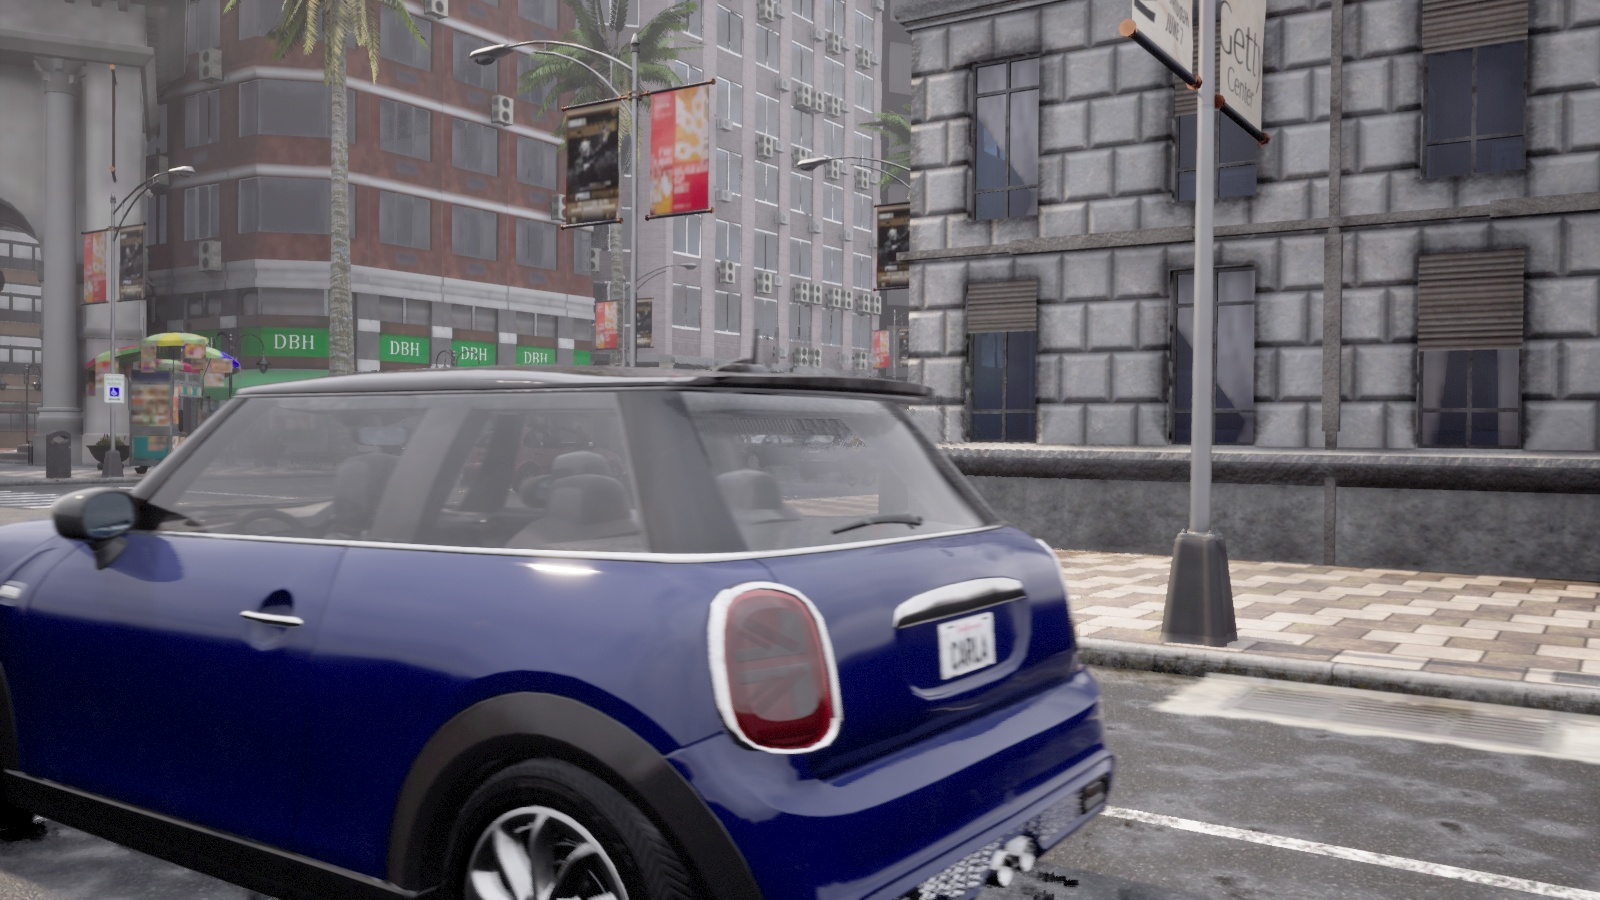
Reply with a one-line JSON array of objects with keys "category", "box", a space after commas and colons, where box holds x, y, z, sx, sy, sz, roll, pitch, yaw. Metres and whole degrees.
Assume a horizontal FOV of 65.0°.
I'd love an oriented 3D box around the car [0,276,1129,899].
[{"category": "car", "box": [-1.390, 0.539, 4.575, 4.553, 1.767, 2.097, 0, 1, 34]}]
